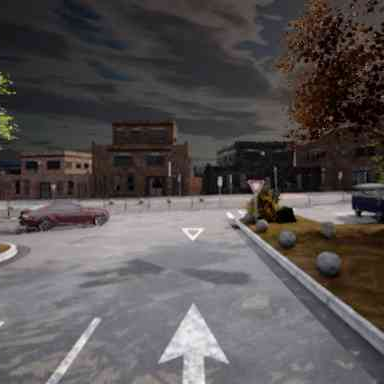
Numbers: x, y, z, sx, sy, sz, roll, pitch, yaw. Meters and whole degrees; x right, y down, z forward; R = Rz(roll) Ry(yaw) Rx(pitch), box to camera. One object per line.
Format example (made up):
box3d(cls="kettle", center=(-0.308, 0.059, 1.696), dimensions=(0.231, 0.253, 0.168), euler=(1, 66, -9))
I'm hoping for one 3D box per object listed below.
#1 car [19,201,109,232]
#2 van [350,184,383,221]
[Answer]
box3d(cls="car", center=(-6.944, 1.247, 18.369), dimensions=(4.674, 1.442, 1.812), euler=(-2, 3, -35))
box3d(cls="van", center=(11.048, 0.526, 19.680), dimensions=(1.878, 1.987, 4.442), euler=(-3, 2, 1))
